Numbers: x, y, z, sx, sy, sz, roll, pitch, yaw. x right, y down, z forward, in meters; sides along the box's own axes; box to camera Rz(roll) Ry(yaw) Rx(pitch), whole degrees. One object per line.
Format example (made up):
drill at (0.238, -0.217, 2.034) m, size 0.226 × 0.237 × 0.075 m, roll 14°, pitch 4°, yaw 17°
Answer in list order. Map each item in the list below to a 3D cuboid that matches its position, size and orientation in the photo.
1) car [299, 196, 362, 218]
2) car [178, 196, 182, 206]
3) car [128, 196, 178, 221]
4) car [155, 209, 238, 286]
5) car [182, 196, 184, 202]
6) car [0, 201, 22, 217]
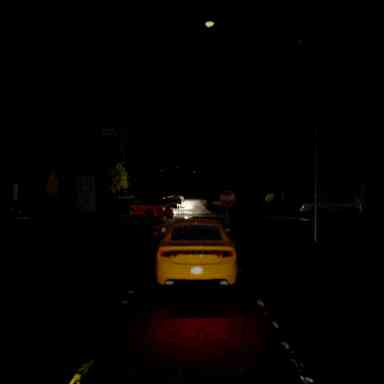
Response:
car at (13.126, 1.377, 31.549) m, size 5.566 × 2.045 × 2.150 m, roll 1°, pitch -1°, yaw -2°
car at (-2.831, 1.489, 45.072) m, size 2.128 × 1.511 × 4.902 m, roll 0°, pitch 0°, yaw 1°
car at (-3.519, 1.321, 27.593) m, size 2.097 × 1.767 × 4.553 m, roll 0°, pitch 0°, yaw -38°
car at (0.109, 1.478, 9.410) m, size 1.882 × 1.535 × 5.008 m, roll 0°, pitch 0°, yaw 0°
car at (-2.773, 1.521, 58.016) m, size 1.812 × 1.442 × 4.674 m, roll 0°, pitch 1°, yaw 1°
car at (-16.998, 1.355, 28.238) m, size 4.674 × 1.442 × 1.812 m, roll 1°, pitch -1°, yaw -1°
